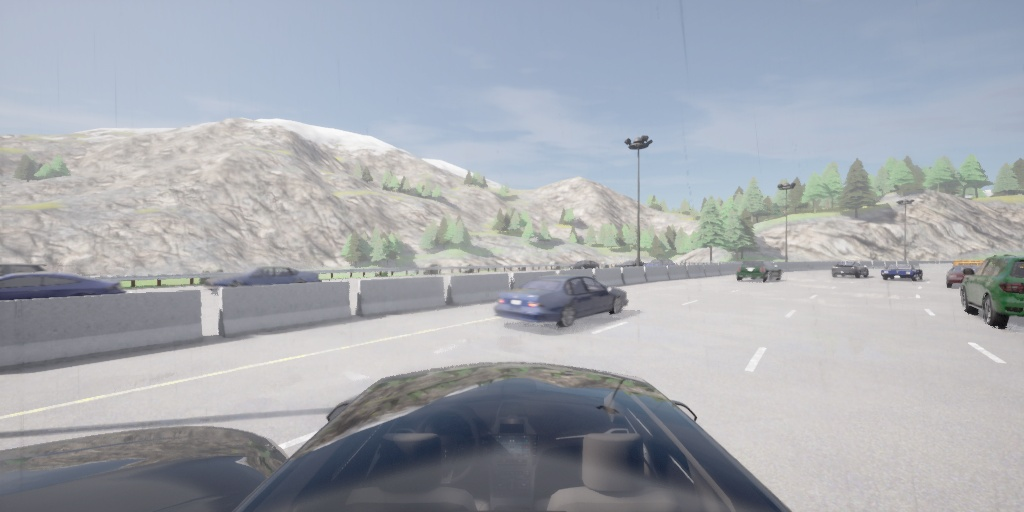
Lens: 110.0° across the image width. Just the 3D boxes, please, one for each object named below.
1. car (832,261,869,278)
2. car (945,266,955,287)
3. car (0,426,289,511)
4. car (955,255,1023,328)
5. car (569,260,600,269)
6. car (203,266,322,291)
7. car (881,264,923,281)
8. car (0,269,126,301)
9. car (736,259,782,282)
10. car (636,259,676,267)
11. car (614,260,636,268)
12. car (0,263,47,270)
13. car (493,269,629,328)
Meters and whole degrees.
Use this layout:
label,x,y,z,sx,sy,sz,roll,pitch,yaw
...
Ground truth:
label,x,y,z,sx,sy,sz,roll,pitch,yaw
car,31.383,1.241,33.268,4.902,1.511,2.128,0,0,-35
car,29.984,1.298,23.535,5.357,1.411,2.033,0,0,-38
car,-2.981,1.255,0.466,4.892,1.490,1.837,0,0,-45
car,15.349,0.974,10.541,2.150,2.045,5.566,0,0,44
car,9.706,1.278,47.902,4.892,1.490,1.837,0,0,-38
car,-13.840,1.297,20.270,2.033,1.411,5.357,0,0,40
car,32.315,1.351,29.658,4.718,1.301,1.895,0,0,-35
car,-16.105,1.275,11.759,1.812,1.442,4.674,0,0,37
car,20.046,1.101,28.997,4.553,1.767,2.097,0,0,-39
car,16.267,1.121,39.704,4.553,1.767,2.097,0,0,-38
car,14.082,1.265,42.438,5.008,1.535,1.882,0,0,-38
car,-22.426,1.102,14.978,2.097,1.767,4.553,0,0,37
car,1.794,1.297,11.506,2.033,1.411,5.357,0,0,42
